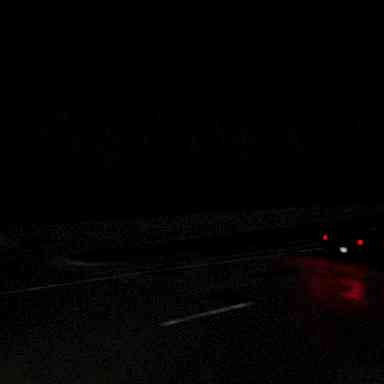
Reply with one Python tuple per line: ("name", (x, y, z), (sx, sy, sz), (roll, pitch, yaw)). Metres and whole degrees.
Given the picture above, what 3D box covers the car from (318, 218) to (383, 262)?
("car", (6.842, 1.601, 12.063), (4.718, 1.301, 1.895), (0, 0, -32))
